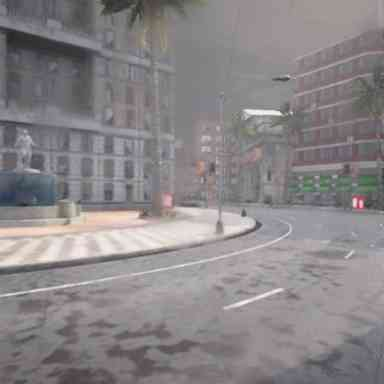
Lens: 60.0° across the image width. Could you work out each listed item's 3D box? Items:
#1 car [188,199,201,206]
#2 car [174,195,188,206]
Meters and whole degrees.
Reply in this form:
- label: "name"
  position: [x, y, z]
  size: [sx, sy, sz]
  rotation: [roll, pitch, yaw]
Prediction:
- label: "car"
  position: [-0.319, 1.983, 64.557]
  size: [1.895, 1.301, 4.718]
  rotation: [1, 0, -33]
- label: "car"
  position: [-3.605, 1.572, 63.194]
  size: [2.150, 2.045, 5.566]
  rotation: [1, -1, -34]
